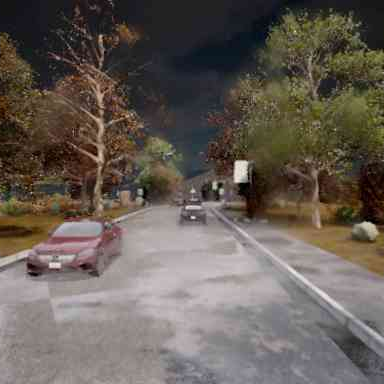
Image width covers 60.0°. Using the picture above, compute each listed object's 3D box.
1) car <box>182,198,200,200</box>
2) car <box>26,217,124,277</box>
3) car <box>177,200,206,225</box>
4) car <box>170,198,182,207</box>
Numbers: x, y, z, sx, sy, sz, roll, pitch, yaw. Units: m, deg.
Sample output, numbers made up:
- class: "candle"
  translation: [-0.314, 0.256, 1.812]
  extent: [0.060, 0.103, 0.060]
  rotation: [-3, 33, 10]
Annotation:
- class: "car"
  translation: [0.339, 1.544, 42.594]
  extent: [2.128, 1.511, 4.902]
  rotation: [0, 0, 3]
- class: "car"
  translation: [-3.351, 1.540, 10.458]
  extent: [1.812, 1.442, 4.674]
  rotation: [0, 0, 0]
- class: "car"
  translation: [0.083, 1.559, 24.609]
  extent: [1.812, 1.442, 4.674]
  rotation: [0, 0, 0]
- class: "car"
  translation: [-2.101, 1.650, 51.546]
  extent: [1.994, 1.385, 4.181]
  rotation: [-1, 0, 10]
